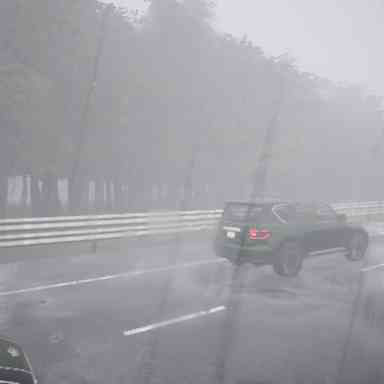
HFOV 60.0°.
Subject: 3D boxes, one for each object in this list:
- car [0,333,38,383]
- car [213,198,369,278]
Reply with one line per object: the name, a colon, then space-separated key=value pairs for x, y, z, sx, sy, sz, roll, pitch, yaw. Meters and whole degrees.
car: x=-3.116 y=1.350 z=1.523 sx=4.553 sy=1.767 sz=2.097 roll=0 pitch=0 yaw=-36
car: x=3.208 y=1.204 z=10.332 sx=5.566 sy=2.045 sz=2.150 roll=0 pitch=0 yaw=-36
